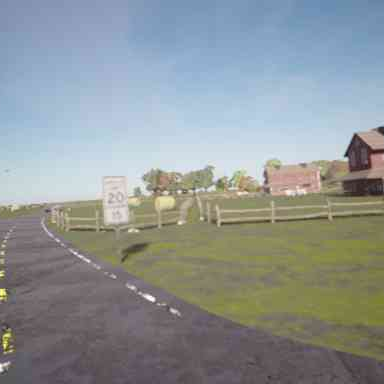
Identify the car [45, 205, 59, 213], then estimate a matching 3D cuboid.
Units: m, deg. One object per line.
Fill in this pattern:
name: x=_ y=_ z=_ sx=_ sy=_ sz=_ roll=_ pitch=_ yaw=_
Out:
car: x=-33.914 y=4.177 z=79.402 sx=2.033 sy=1.411 sz=5.357 roll=-4 pitch=0 yaw=-15
